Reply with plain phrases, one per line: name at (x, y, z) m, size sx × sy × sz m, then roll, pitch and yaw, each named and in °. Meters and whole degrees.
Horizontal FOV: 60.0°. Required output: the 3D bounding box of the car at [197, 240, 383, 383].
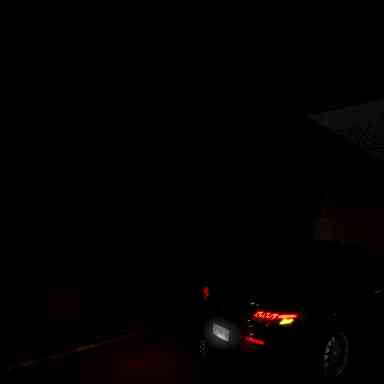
car at (2.227, 1.525, 5.365) m, size 4.674 × 1.442 × 1.812 m, roll 0°, pitch 0°, yaw -35°
